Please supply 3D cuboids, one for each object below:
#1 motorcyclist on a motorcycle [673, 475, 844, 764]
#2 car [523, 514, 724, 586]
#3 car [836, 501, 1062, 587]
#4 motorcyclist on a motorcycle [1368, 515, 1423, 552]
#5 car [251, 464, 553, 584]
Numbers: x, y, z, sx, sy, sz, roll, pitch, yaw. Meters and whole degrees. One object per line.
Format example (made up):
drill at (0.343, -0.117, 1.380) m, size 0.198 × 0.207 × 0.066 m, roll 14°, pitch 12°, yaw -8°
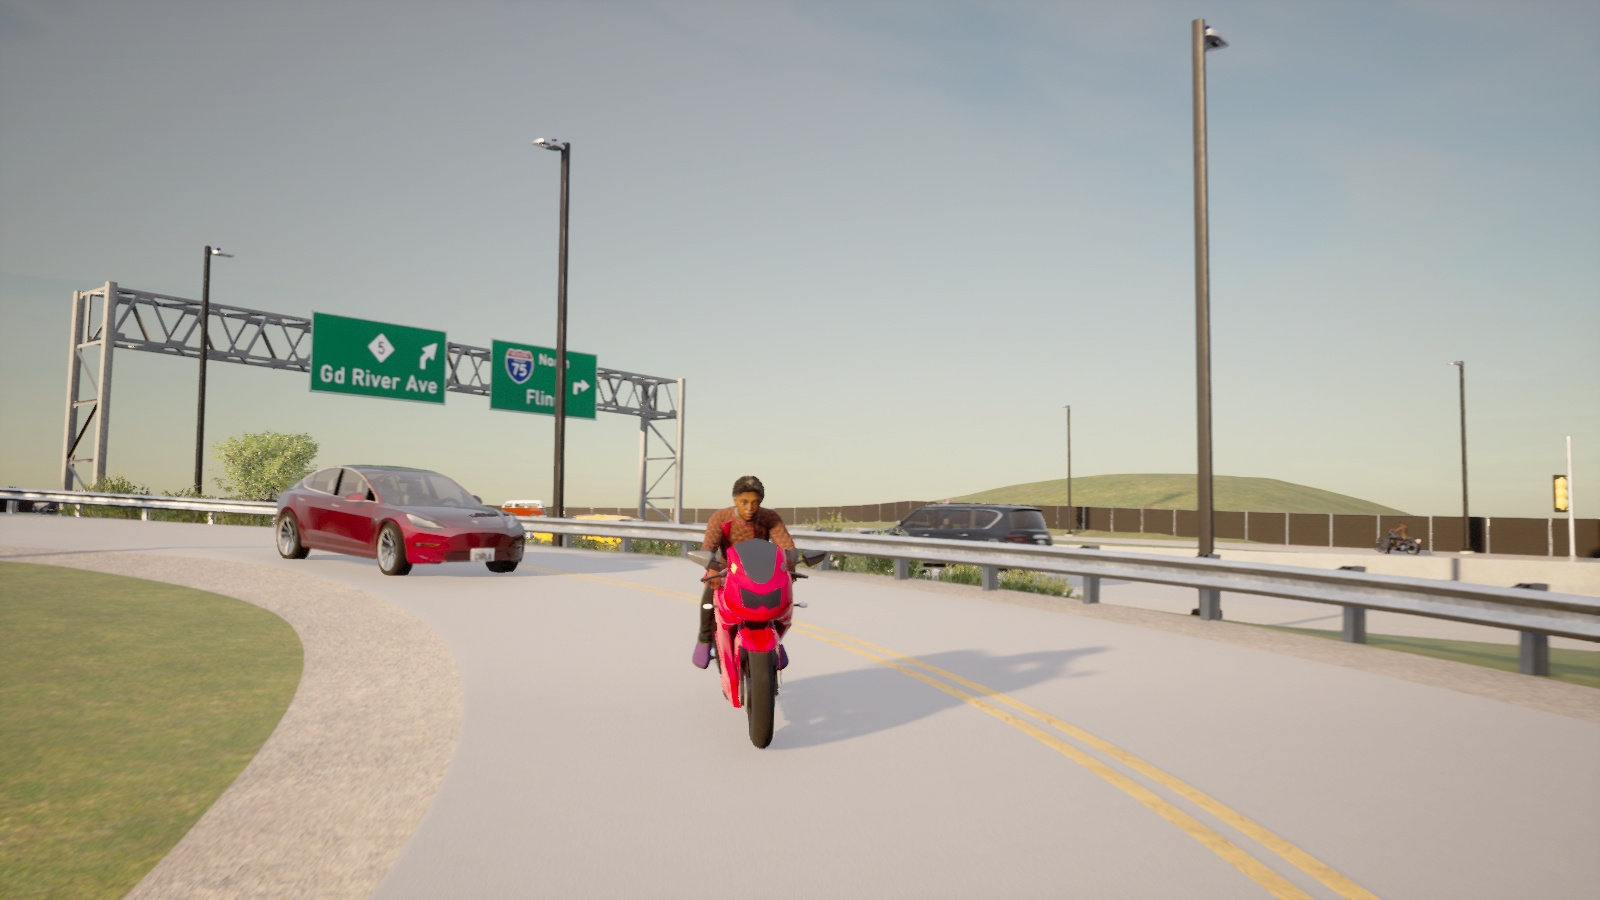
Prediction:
motorcyclist on a motorcycle at (-0.322, 0.918, 7.730) m, size 0.797 × 1.523 × 2.044 m, roll 0°, pitch -1°, yaw -9°
car at (-4.349, 2.369, 30.437) m, size 5.008 × 1.535 × 1.882 m, roll -1°, pitch -4°, yaw 39°
car at (3.807, 2.395, 32.824) m, size 5.566 × 2.045 × 2.150 m, roll -2°, pitch -4°, yaw 39°
motorcyclist on a motorcycle at (27.791, 3.879, 58.655) m, size 0.766 × 1.649 × 2.350 m, roll 2°, pitch -3°, yaw -24°
car at (-6.032, 1.024, 18.725) m, size 4.792 × 1.488 × 2.163 m, roll 0°, pitch -2°, yaw 43°
